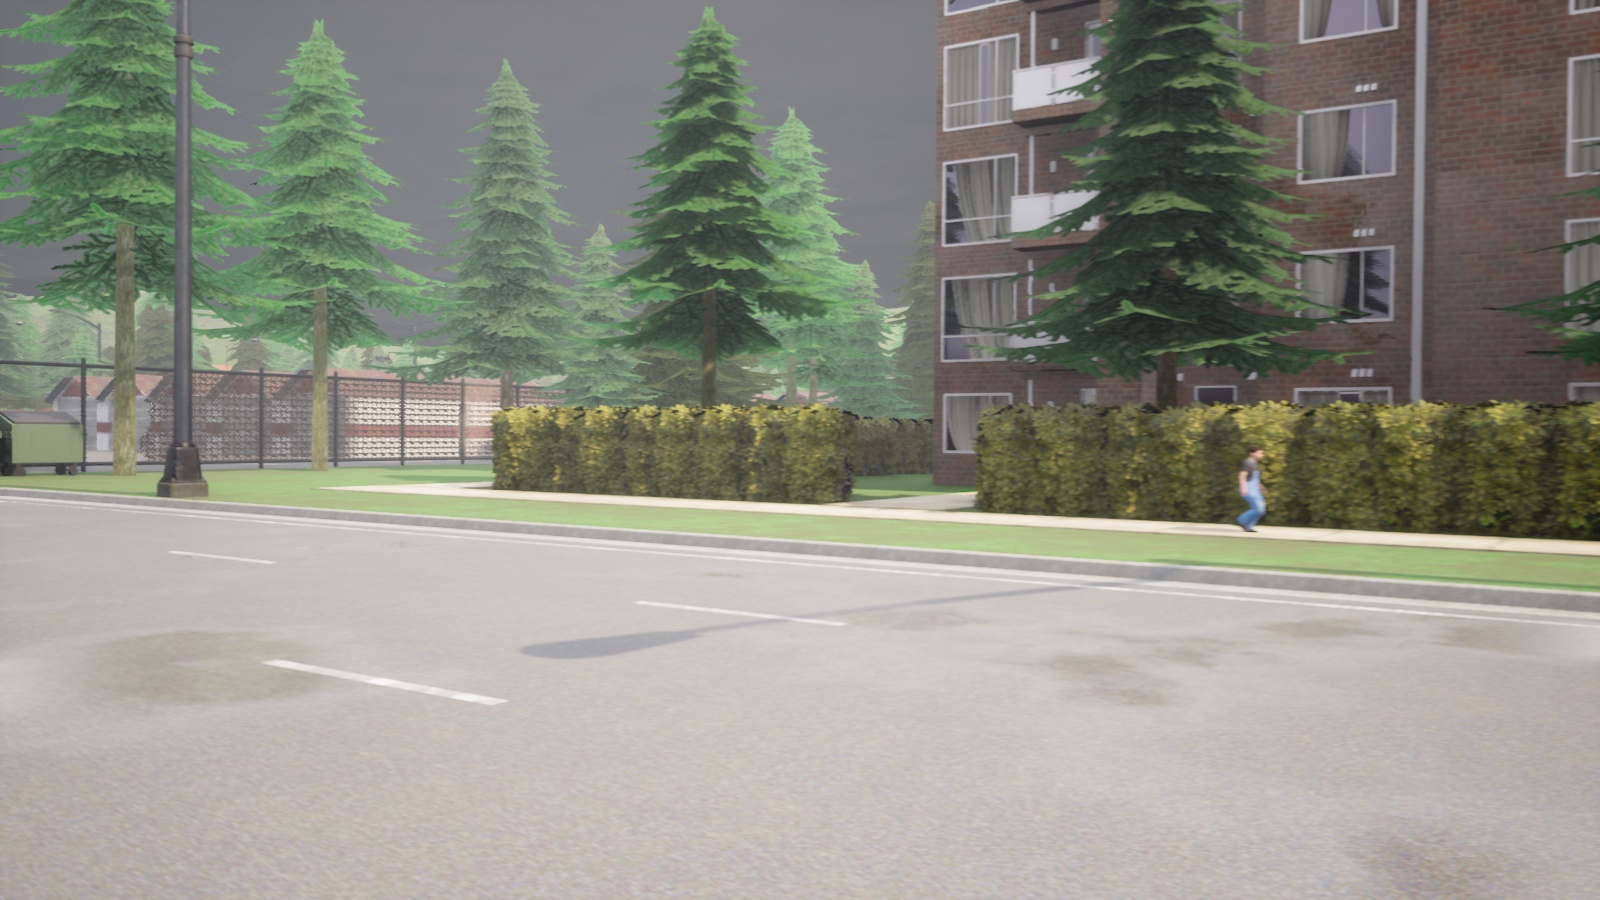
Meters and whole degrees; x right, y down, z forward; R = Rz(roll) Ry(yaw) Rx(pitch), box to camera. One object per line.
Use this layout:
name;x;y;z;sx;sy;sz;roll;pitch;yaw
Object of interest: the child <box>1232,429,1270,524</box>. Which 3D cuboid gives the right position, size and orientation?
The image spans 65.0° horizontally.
child;6.107;0.353;17.003;0.437;1.263;0.270;0;1;34
